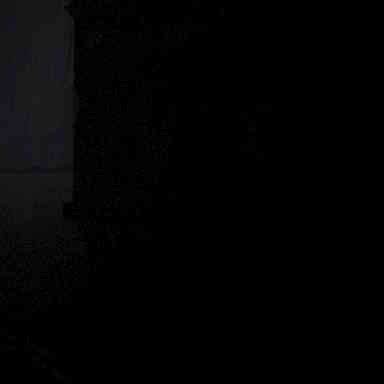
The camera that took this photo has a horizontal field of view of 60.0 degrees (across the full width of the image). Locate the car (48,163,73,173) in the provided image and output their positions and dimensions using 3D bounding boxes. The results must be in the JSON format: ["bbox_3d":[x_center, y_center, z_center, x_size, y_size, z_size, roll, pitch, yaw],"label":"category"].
[{"bbox_3d":[-15.686,-2.982,42.693,4.553,1.767,2.185,1,0,26],"label":"car"}]

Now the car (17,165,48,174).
[{"bbox_3d":[-20.767,-2.922,45.135,4.892,1.521,2.231,1,0,27],"label":"car"}]

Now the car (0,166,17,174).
[{"bbox_3d":[-25.600,-2.928,47.592,4.674,1.452,2.002,1,0,28],"label":"car"}]
